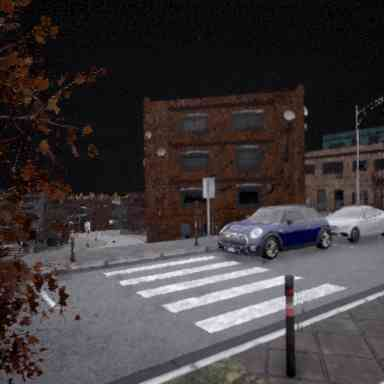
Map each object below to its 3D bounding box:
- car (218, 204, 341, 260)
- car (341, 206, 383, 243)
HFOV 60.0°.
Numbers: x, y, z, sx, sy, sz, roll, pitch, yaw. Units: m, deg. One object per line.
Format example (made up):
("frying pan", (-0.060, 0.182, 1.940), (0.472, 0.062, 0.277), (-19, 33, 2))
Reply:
("car", (3.142, 1.309, 12.428), (4.553, 1.767, 2.185), (-1, 0, -35))
("car", (7.630, 1.405, 15.600), (4.674, 1.452, 2.002), (-1, 0, -35))
